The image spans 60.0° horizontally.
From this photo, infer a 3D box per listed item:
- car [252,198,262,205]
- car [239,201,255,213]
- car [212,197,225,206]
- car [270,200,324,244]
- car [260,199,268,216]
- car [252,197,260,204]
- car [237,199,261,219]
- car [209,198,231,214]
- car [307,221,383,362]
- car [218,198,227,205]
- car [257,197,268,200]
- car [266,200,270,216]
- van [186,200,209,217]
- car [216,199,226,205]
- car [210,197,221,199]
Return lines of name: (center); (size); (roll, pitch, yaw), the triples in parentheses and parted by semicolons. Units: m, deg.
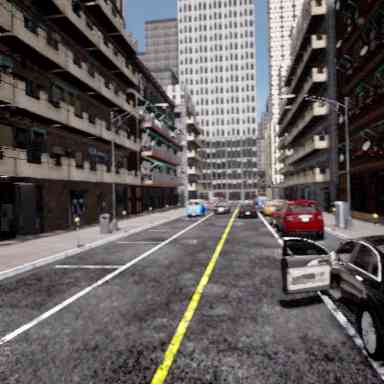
car: (14.207, 2.022, 72.777); (1.887, 1.381, 4.507); (-2, -1, 9)
car: (7.043, 1.917, 42.979); (1.895, 1.301, 4.718); (-1, -1, 9)
car: (5.560, 1.941, 68.484); (2.192, 1.841, 5.009); (-2, -1, 9)
car: (5.691, 1.387, 17.947); (2.192, 1.841, 5.009); (-2, -1, 9)
car: (8.277, 1.722, 34.562); (1.752, 1.417, 4.829); (-2, -1, 9)
car: (15.083, 2.044, 78.429); (1.752, 1.417, 4.829); (-2, -1, 9)
car: (5.407, 1.762, 32.314); (1.812, 1.442, 4.674); (-1, -1, 9)
car: (3.666, 1.849, 39.770); (2.128, 1.511, 4.902); (-1, -1, 9)
car: (3.474, 1.492, 5.738); (1.837, 1.490, 4.892); (-1, -1, 9)
car: (7.269, 2.250, 79.448); (1.887, 1.381, 4.507); (-2, -1, 9)
car: (9.099, 1.676, 39.879); (1.967, 1.590, 4.097); (-2, -1, 9)
car: (6.546, 1.553, 23.429); (1.967, 1.590, 4.097); (-2, -1, 9)
van: (0.456, 1.724, 35.584); (1.690, 1.788, 3.998); (-2, -1, 9)
car: (6.419, 2.231, 73.965); (1.947, 1.339, 4.313); (-2, -1, 9)
car: (3.012, 1.946, 52.033); (1.967, 1.590, 4.097); (-2, -1, 9)
